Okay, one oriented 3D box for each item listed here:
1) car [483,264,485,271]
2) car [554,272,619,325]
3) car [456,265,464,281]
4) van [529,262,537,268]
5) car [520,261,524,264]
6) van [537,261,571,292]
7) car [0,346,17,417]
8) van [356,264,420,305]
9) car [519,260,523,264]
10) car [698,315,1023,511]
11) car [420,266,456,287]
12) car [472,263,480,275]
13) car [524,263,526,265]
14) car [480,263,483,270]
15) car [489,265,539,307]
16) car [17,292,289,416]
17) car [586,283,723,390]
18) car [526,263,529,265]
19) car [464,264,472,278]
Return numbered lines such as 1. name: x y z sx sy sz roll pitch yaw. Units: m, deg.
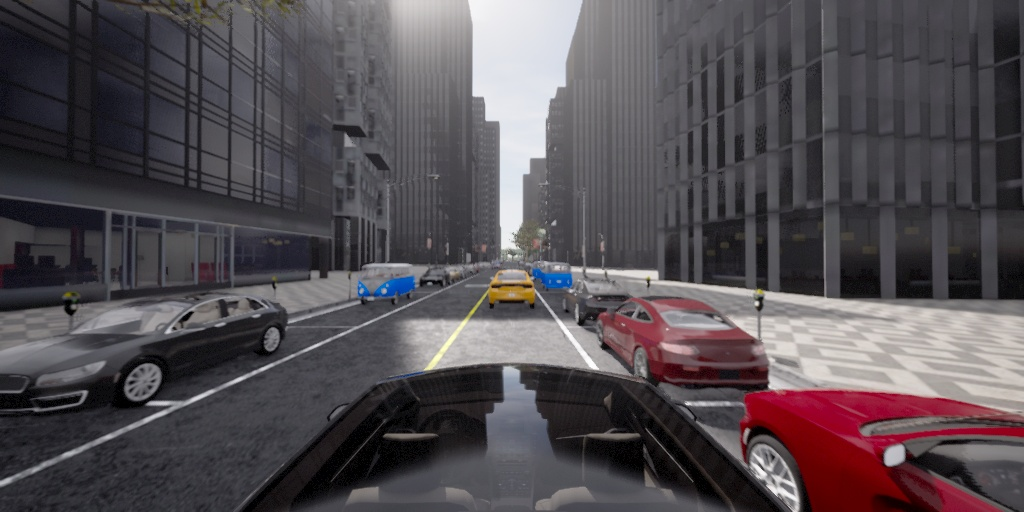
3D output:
1. car: -5.764 1.943 64.084 2.007 1.370 4.403 0 0 0
2. car: 2.763 1.403 12.041 2.007 1.370 4.403 0 0 0
3. car: -5.763 1.587 32.422 1.751 1.417 4.829 0 0 0
4. van: 2.762 1.414 33.693 1.690 1.789 3.998 0 0 0
5. car: 2.761 1.890 59.089 2.007 1.370 4.403 0 0 0
6. van: 2.763 1.303 22.867 1.690 1.789 3.998 0 0 0
7. car: -5.762 1.056 0.860 2.192 1.841 5.009 0 0 0
8. van: -5.762 1.241 16.726 1.690 1.789 3.998 0 0 0
9. car: 2.761 1.943 64.081 2.007 1.370 4.403 0 0 0
10. car: 2.763 1.290 1.215 1.888 1.381 4.507 0 0 0
11. car: -5.763 1.573 27.302 1.948 1.339 4.313 0 0 0
12. car: -5.764 1.770 47.752 2.007 1.370 4.403 0 0 0
13. car: 2.762 1.751 44.519 1.948 1.339 4.313 0 0 0
14. car: -5.764 1.822 53.196 1.888 1.381 4.507 0 0 0
15. car: 0.008 1.374 16.331 1.882 1.535 5.008 0 0 0
16. car: -5.762 1.344 6.149 2.007 1.370 4.403 0 0 0
17. car: 2.763 1.381 6.628 1.802 1.307 4.207 0 0 0
18. car: 2.762 1.654 39.275 1.751 1.417 4.829 0 0 0
19. car: -5.763 1.667 37.881 2.007 1.370 4.403 0 0 0
